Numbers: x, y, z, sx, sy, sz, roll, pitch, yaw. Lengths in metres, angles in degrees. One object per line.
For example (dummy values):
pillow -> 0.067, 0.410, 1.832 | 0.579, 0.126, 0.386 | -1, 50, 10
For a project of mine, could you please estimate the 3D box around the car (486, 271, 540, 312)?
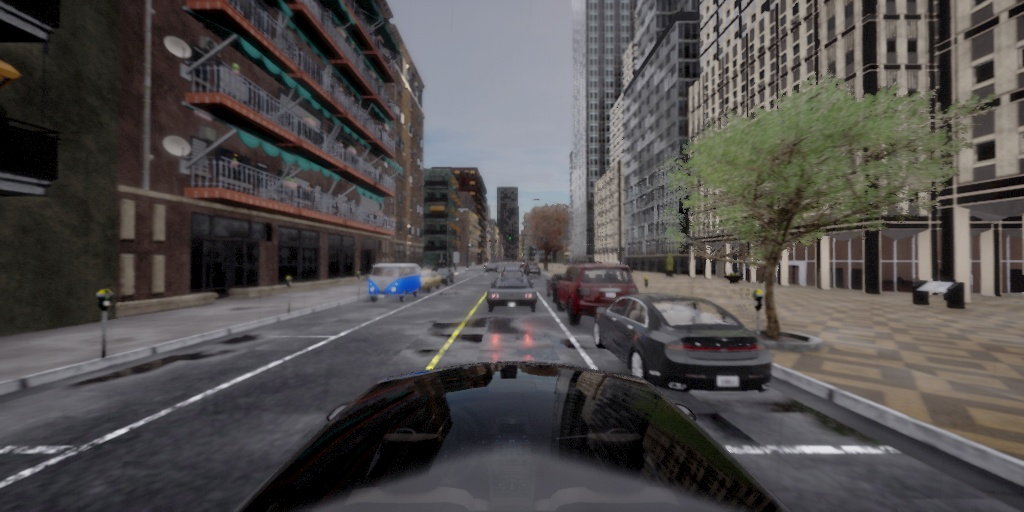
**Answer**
car -> 0.011, 1.487, 15.105 | 1.895, 1.301, 4.718 | 0, -1, 0

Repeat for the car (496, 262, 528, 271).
car -> 0.011, 1.541, 30.363 | 2.128, 1.511, 4.902 | 0, 0, 0

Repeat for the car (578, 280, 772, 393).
car -> 2.690, 1.350, 6.651 | 2.007, 1.370, 4.403 | 0, 0, 0

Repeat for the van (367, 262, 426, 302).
van -> -5.693, 1.254, 17.694 | 1.690, 1.789, 3.998 | 0, 0, 0

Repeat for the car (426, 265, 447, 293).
car -> -5.695, 1.496, 23.047 | 1.751, 1.417, 4.829 | 0, 0, 0

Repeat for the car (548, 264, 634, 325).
car -> 2.689, 1.171, 12.174 | 2.192, 1.841, 5.009 | 0, 0, 0

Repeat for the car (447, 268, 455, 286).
car -> -5.696, 1.596, 28.739 | 1.948, 1.339, 4.313 | 0, 0, 0

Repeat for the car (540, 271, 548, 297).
car -> 2.688, 1.479, 17.695 | 1.948, 1.339, 4.313 | 0, 0, 0

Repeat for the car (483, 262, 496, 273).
car -> -3.031, 1.821, 54.415 | 1.837, 1.490, 4.892 | 0, -1, 0

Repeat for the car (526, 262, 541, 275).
car -> 2.682, 1.778, 45.308 | 1.948, 1.339, 4.313 | 0, 0, 0
